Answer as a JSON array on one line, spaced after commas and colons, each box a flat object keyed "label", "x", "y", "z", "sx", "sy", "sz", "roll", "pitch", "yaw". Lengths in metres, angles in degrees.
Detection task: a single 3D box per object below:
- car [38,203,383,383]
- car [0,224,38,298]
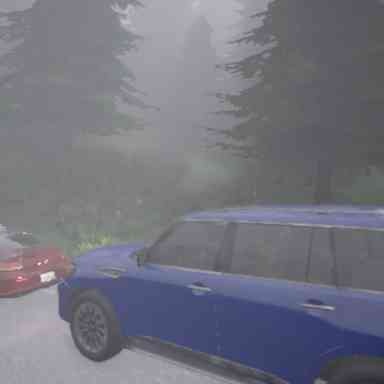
[{"label": "car", "x": 0.727, "y": 1.170, "z": 4.193, "sx": 5.566, "sy": 2.045, "sz": 2.150, "roll": 1, "pitch": 1, "yaw": 33}, {"label": "car", "x": -4.806, "y": 1.427, "z": 7.286, "sx": 4.674, "sy": 1.442, "sz": 1.812, "roll": 0, "pitch": 2, "yaw": 25}]
